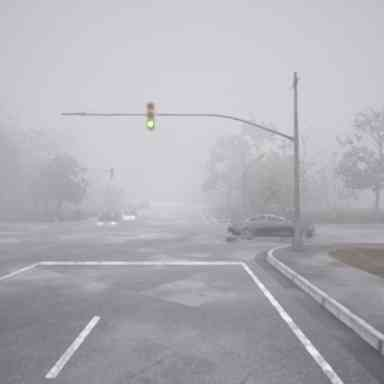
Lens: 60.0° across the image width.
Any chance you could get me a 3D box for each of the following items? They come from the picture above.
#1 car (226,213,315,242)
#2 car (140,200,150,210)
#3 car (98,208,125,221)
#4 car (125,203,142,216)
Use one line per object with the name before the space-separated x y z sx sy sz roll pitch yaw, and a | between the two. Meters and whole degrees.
car | 4.363 1.970 18.820 4.902 1.511 2.128 0 -2 0
car | -10.537 2.938 73.481 2.150 2.045 5.566 0 0 0
car | -10.615 2.836 43.175 2.097 1.767 4.553 0 -2 0
car | -10.604 3.255 58.019 2.128 1.511 4.902 0 0 0
